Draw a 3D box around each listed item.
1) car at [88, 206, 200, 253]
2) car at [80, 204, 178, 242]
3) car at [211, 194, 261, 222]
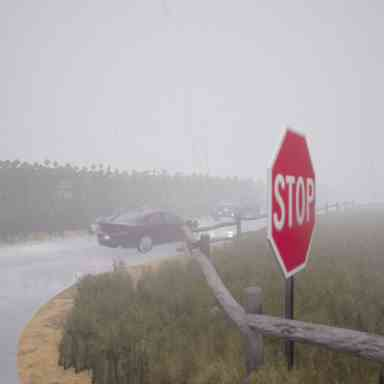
[{"bbox_3d":[-1.589,1.477,13.884,1.882,1.535,5.008,0,0,36],"label":"car"},{"bbox_3d":[-3.107,1.492,17.385,2.128,1.511,4.902,0,0,35],"label":"car"},{"bbox_3d":[3.679,1.221,26.903,2.150,2.045,5.566,0,0,35],"label":"car"}]
